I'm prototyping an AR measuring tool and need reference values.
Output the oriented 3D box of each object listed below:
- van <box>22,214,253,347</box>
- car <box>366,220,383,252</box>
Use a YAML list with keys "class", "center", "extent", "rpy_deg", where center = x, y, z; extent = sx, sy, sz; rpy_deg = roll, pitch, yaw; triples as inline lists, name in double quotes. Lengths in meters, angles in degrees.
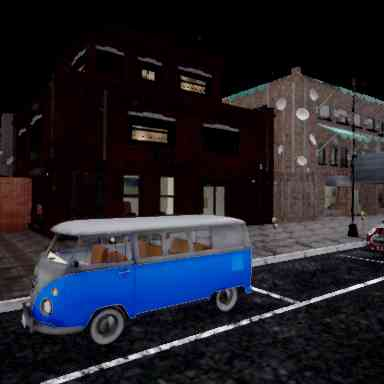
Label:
- class: "van"
  center: [-0.722, 1.341, 6.030]
  extent: [3.998, 1.788, 1.690]
  rpy_deg: [0, 1, -35]
- class: "car"
  center: [8.303, 1.442, 12.469]
  extent: [4.097, 1.590, 1.967]
  rpy_deg: [0, 1, -35]
